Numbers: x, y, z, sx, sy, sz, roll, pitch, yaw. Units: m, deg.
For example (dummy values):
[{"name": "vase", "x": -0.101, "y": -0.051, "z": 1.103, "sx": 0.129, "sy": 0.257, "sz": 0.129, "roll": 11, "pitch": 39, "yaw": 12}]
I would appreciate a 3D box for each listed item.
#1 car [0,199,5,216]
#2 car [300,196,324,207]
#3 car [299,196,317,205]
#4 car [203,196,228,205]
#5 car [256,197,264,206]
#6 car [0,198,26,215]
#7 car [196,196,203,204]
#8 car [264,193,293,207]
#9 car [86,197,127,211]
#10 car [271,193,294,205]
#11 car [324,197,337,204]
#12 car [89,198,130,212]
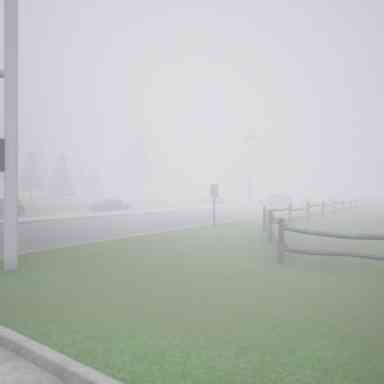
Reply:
[{"name": "car", "x": -17.711, "y": 1.547, "z": 25.846, "sx": 2.033, "sy": 1.411, "sz": 5.357, "roll": 0, "pitch": 0, "yaw": 35}, {"name": "car", "x": 18.049, "y": 1.477, "z": 50.658, "sx": 1.882, "sy": 1.535, "sz": 5.008, "roll": 0, "pitch": 0, "yaw": 36}, {"name": "car", "x": 21.461, "y": 1.504, "z": 61.337, "sx": 1.837, "sy": 1.490, "sz": 4.892, "roll": 0, "pitch": 0, "yaw": 36}, {"name": "car", "x": 4.551, "y": 1.506, "z": 57.832, "sx": 1.837, "sy": 1.490, "sz": 4.892, "roll": 0, "pitch": -1, "yaw": 36}, {"name": "car", "x": 12.125, "y": 1.564, "z": 54.544, "sx": 1.994, "sy": 1.385, "sz": 4.181, "roll": 0, "pitch": 0, "yaw": 36}, {"name": "car", "x": -18.231, "y": 1.352, "z": 31.250, "sx": 2.097, "sy": 1.767, "sz": 4.553, "roll": 0, "pitch": 0, "yaw": 35}, {"name": "car", "x": 2.580, "y": 1.492, "z": 61.072, "sx": 2.128, "sy": 1.511, "sz": 4.902, "roll": 0, "pitch": 0, "yaw": 36}, {"name": "car", "x": 13.272, "y": 1.223, "z": 50.005, "sx": 2.150, "sy": 2.045, "sz": 5.566, "roll": 0, "pitch": 0, "yaw": 35}, {"name": "car", "x": -10.744, "y": 1.490, "z": 42.080, "sx": 2.128, "sy": 1.511, "sz": 4.902, "roll": 0, "pitch": 0, "yaw": 35}, {"name": "car", "x": 16.624, "y": 1.221, "z": 60.822, "sx": 2.150, "sy": 2.045, "sz": 5.566, "roll": 0, "pitch": 0, "yaw": 36}, {"name": "car", "x": 24.612, "y": 1.564, "z": 59.719, "sx": 1.994, "sy": 1.385, "sz": 4.181, "roll": 0, "pitch": 0, "yaw": 36}, {"name": "car", "x": -9.344, "y": 1.600, "z": 37.952, "sx": 1.895, "sy": 1.301, "sz": 4.718, "roll": 0, "pitch": 0, "yaw": 35}]
